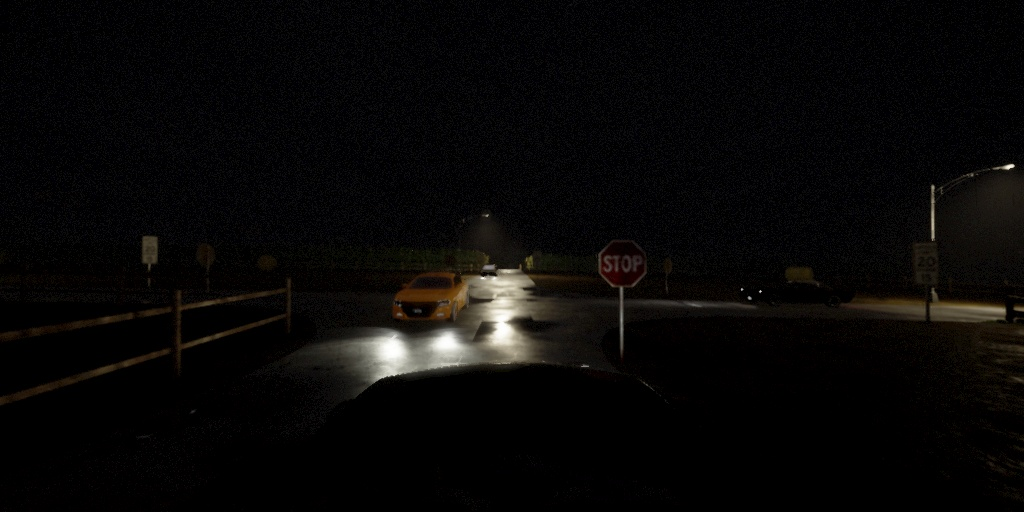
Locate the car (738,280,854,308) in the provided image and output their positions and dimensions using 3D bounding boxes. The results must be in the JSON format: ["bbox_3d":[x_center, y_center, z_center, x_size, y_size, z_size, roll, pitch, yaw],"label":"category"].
[{"bbox_3d":[14.435,1.906,18.456,4.718,1.301,1.895,1,-1,0],"label":"car"}]

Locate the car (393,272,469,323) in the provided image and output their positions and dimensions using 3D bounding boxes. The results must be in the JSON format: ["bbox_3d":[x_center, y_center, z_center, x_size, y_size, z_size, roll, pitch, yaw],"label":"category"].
[{"bbox_3d":[-2.725,1.352,12.924,1.882,1.535,5.008,0,0,0],"label":"car"}]

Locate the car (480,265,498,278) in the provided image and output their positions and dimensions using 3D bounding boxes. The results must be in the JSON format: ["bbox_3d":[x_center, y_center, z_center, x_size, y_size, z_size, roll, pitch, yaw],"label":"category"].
[{"bbox_3d":[-2.680,1.794,42.676,2.033,1.411,5.357,0,-1,0],"label":"car"}]
